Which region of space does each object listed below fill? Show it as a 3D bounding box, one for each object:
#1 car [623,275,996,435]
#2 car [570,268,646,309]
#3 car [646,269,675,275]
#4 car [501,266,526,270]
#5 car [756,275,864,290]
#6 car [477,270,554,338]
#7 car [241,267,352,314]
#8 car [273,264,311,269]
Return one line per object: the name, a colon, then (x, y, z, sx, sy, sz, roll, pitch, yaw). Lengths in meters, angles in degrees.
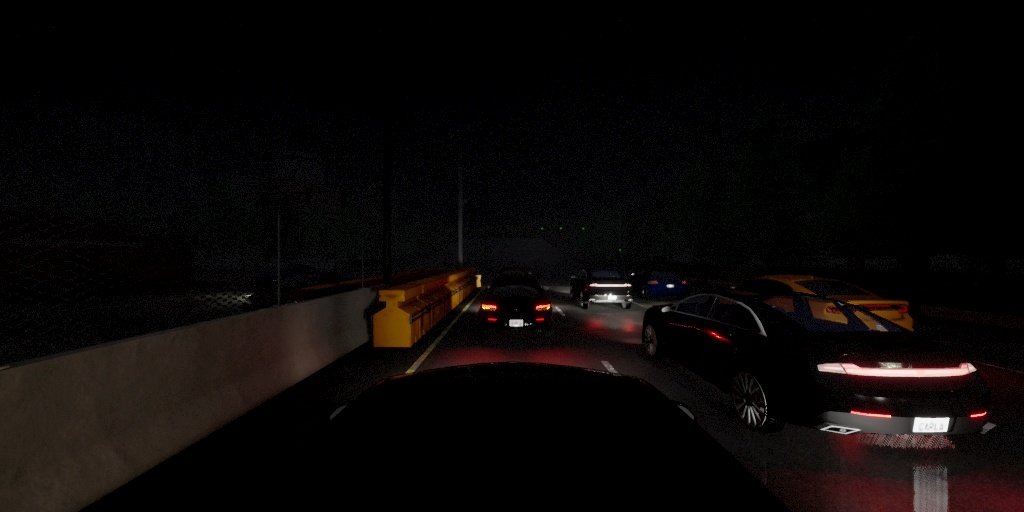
car: (3.600, 1.242, 5.515, 2.128, 1.511, 4.902, 0, 0, 0)
car: (3.575, 1.242, 14.947, 2.128, 1.511, 4.902, 0, 0, 2)
car: (7.081, 1.314, 18.053, 1.994, 1.385, 4.181, 0, 0, 0)
car: (0.080, 1.276, 19.080, 1.812, 1.442, 4.674, 0, 0, 0)
car: (7.093, 1.228, 9.349, 1.882, 1.535, 5.008, 0, 0, 0)
car: (0.087, 1.276, 10.013, 1.812, 1.442, 4.674, 0, 0, 0)
car: (-7.088, 1.276, 12.558, 1.812, 1.442, 4.674, 0, 0, 0)
car: (-14.024, 1.263, 22.634, 1.882, 1.535, 5.008, 0, 0, 0)
